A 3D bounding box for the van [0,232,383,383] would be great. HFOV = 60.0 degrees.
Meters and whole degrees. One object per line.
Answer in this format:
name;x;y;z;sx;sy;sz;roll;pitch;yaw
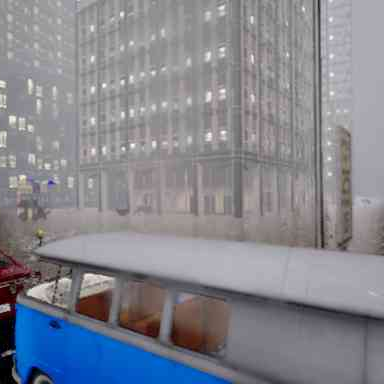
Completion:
van;-0.034;1.350;3.043;3.998;1.788;1.690;-1;0;35
